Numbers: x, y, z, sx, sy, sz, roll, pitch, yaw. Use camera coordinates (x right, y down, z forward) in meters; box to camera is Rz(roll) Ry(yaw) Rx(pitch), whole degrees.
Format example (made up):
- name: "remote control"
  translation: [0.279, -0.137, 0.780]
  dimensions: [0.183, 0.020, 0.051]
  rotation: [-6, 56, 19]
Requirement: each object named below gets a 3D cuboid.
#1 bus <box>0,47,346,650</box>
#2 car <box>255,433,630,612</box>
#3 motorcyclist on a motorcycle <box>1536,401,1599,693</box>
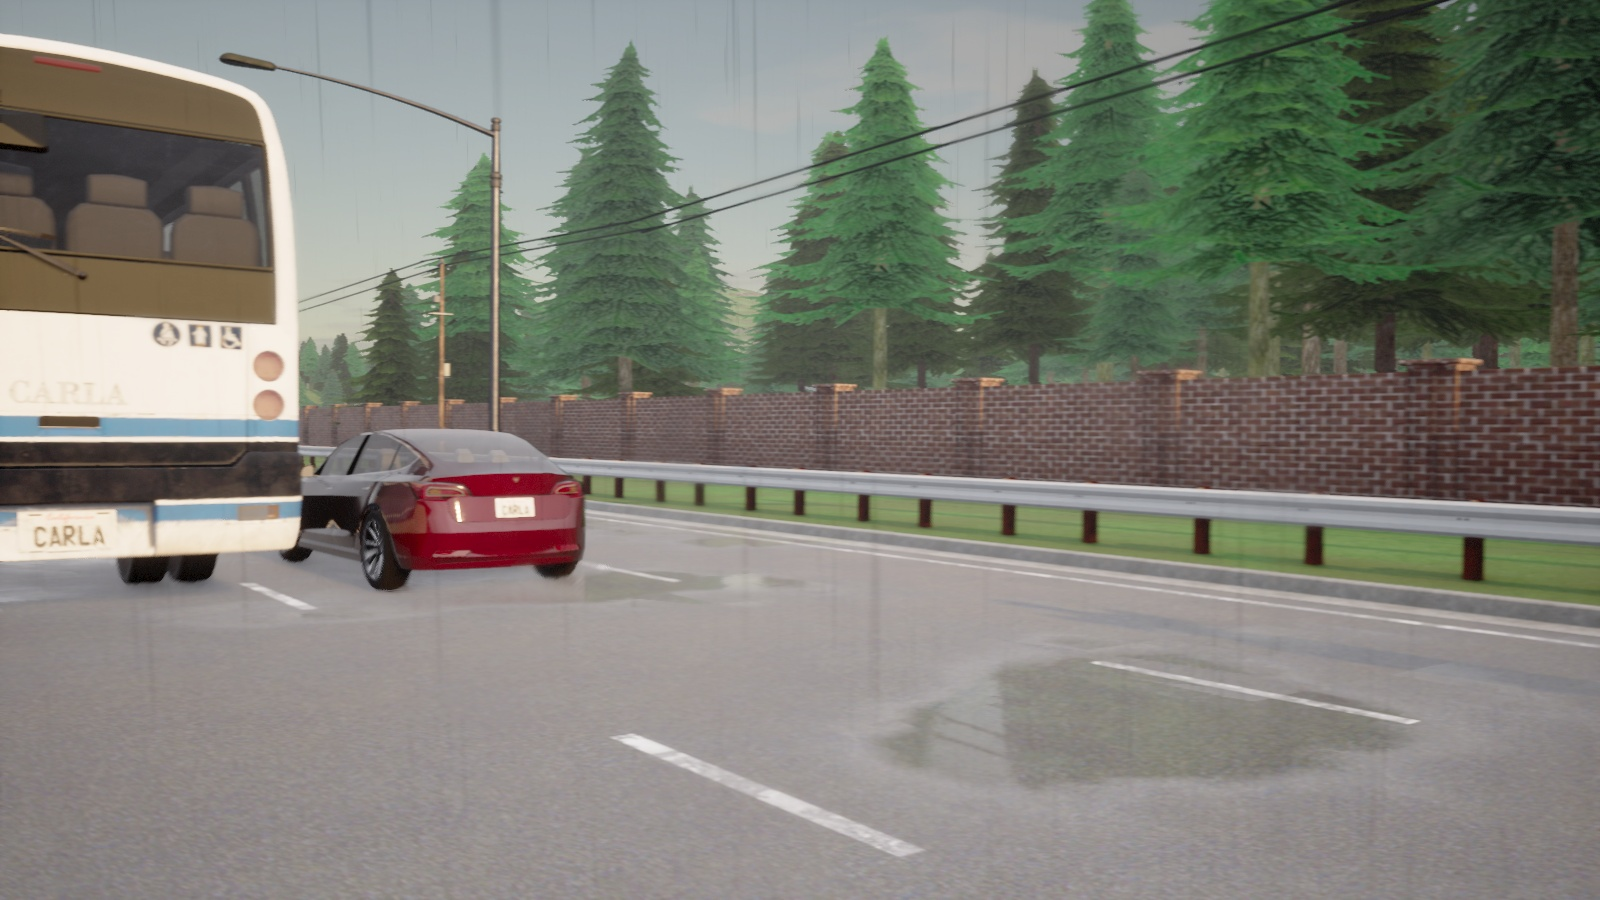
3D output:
- name: "bus"
  translation: [-8.412, -0.752, 13.204]
  dimensions: [3.944, 4.253, 10.273]
  rotation: [-1, 1, -37]
- name: "car"
  translation: [-3.916, 0.586, 13.087]
  dimensions: [2.163, 1.488, 4.792]
  rotation: [-1, 1, -37]
- name: "motorcyclist on a motorcycle"
  translation: [5.324, 0.542, 6.638]
  dimensions: [0.766, 1.649, 2.350]
  rotation: [-1, 1, -37]
